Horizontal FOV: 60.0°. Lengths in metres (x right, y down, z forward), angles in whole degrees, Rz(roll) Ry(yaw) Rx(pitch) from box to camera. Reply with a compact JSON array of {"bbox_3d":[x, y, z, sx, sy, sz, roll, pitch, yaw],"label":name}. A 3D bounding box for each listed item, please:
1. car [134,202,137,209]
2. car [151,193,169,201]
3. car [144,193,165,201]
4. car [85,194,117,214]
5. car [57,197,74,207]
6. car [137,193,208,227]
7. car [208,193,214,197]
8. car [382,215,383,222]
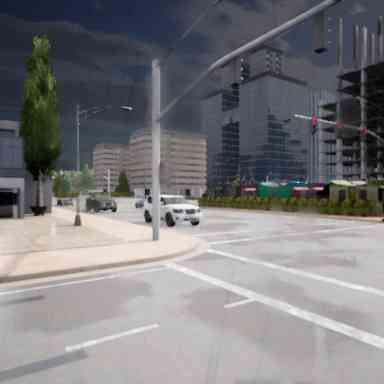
[{"bbox_3d":[-5.989,1.553,43.511,1.994,1.385,4.181,0,0,-33],"label":"car"},{"bbox_3d":[-7.556,1.135,78.782,3.866,1.878,1.905,0,0,-34],"label":"car"},{"bbox_3d":[-9.133,1.132,81.210,4.605,1.855,1.932,0,0,-34],"label":"car"},{"bbox_3d":[-10.027,1.209,36.467,2.150,2.045,5.566,0,1,-33],"label":"car"},{"bbox_3d":[-19.984,1.554,52.210,1.812,1.442,4.674,0,0,-33],"label":"car"},{"bbox_3d":[-1.527,1.216,23.175,2.150,2.045,5.566,0,0,-33],"label":"car"},{"bbox_3d":[3.470,1.135,62.549,3.866,1.878,1.905,0,0,-34],"label":"car"},{"bbox_3d":[15.184,1.534,21.214,5.357,1.411,2.033,0,0,-1],"label":"car"}]
